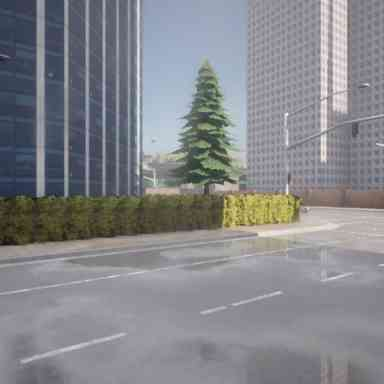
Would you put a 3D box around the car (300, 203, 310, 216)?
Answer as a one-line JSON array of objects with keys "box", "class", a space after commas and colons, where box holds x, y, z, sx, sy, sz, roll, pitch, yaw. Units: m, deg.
[{"box": [8.457, 1.526, 31.716, 1.812, 1.442, 4.674, 0, 0, -35], "class": "car"}]

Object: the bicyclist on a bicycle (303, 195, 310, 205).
[{"box": [16.302, 1.301, 47.409, 1.656, 1.620, 0.582, 0, 0, -35], "class": "bicyclist on a bicycle"}]
